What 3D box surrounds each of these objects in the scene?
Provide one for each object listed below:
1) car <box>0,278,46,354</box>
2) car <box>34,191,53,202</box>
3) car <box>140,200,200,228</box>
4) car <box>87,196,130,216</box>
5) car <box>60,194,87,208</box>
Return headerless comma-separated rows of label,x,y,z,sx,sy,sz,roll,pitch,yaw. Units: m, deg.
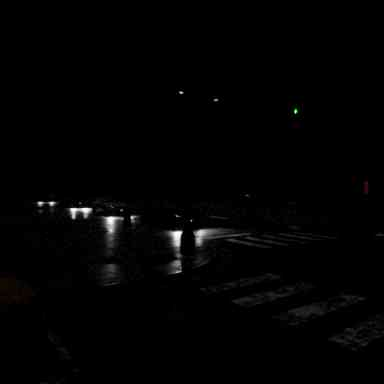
car,-4.263,1.525,3.620,4.829,1.417,1.752,0,0,-35
car,-21.252,0.604,47.562,1.837,1.490,4.892,0,0,-35
car,-1.454,1.227,19.741,1.812,1.442,4.674,0,1,-37
car,-6.669,1.060,27.030,1.812,1.442,4.674,0,1,-35
car,-12.431,0.920,35.078,1.994,1.385,4.181,0,1,-36
